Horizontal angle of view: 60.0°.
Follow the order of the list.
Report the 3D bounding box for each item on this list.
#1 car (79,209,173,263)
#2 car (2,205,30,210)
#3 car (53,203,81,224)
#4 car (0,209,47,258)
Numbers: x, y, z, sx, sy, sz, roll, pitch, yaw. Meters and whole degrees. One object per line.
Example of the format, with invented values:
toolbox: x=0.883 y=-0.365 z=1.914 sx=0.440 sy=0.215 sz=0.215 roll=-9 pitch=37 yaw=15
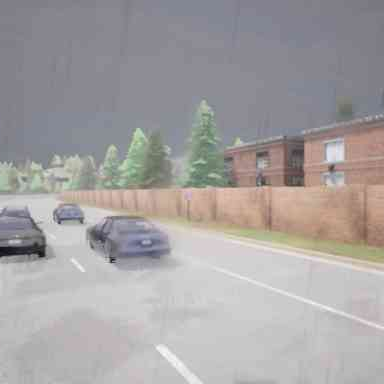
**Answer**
car: x=-2.526 y=1.561 z=12.199 sx=2.033 sy=1.411 sz=5.357 roll=0 pitch=0 yaw=-28
car: x=-13.175 y=1.620 z=24.939 sx=1.895 sy=1.301 sz=4.718 roll=0 pitch=0 yaw=-27
car: x=-9.367 y=1.571 z=25.167 sx=2.033 sy=1.411 sz=5.357 roll=0 pitch=0 yaw=-27
car: x=-6.624 y=1.575 z=12.487 sx=1.994 sy=1.385 sz=4.181 roll=0 pitch=0 yaw=-28
